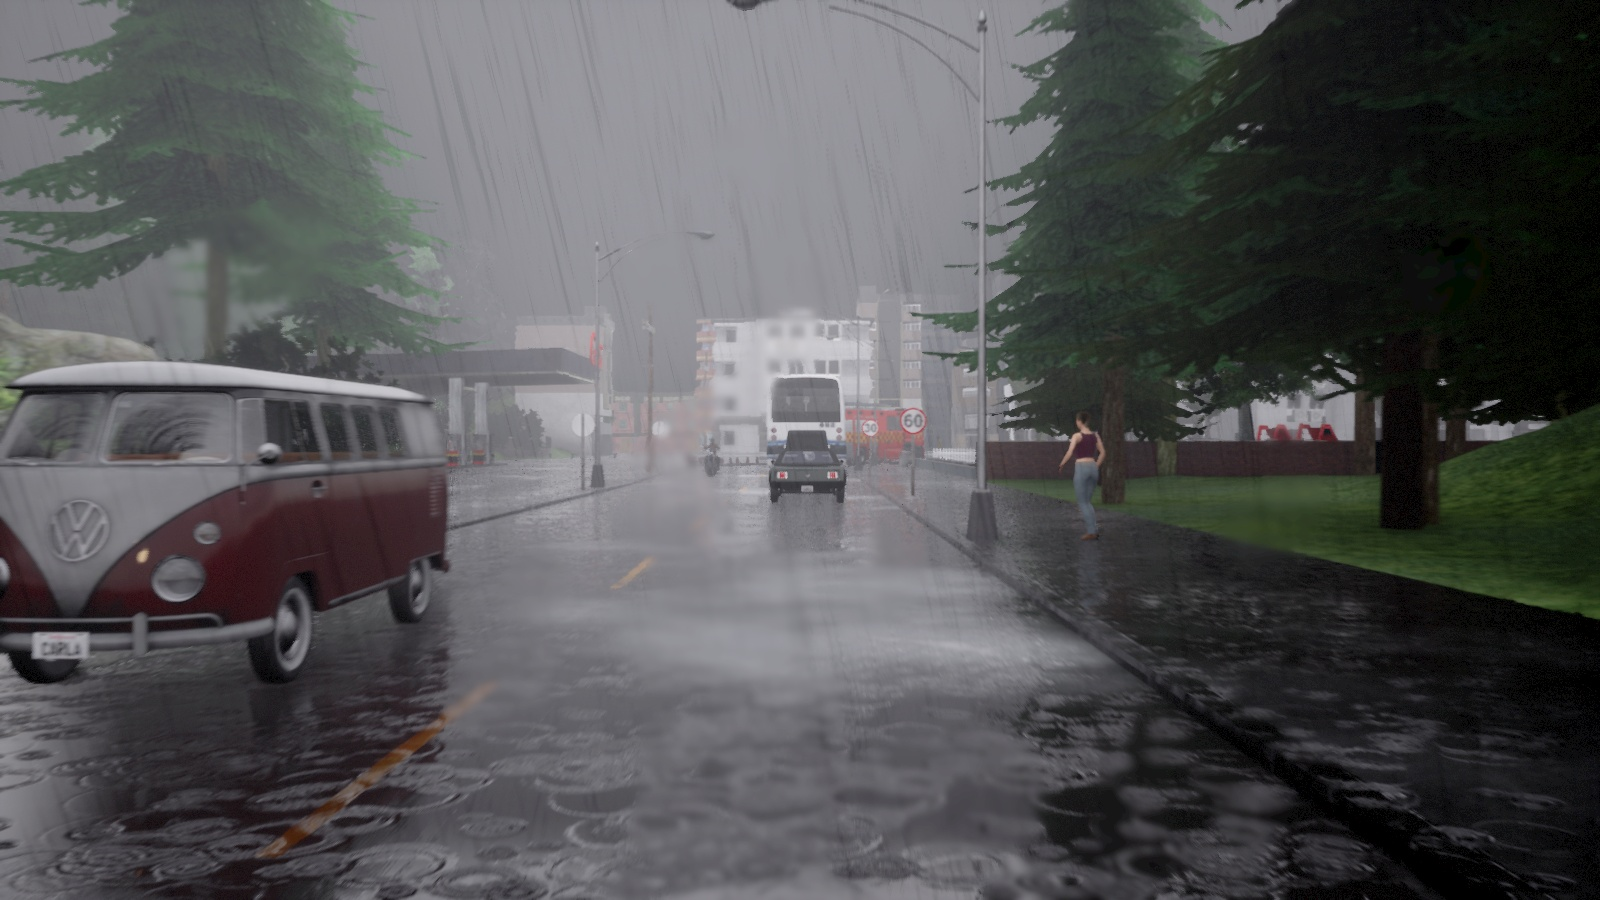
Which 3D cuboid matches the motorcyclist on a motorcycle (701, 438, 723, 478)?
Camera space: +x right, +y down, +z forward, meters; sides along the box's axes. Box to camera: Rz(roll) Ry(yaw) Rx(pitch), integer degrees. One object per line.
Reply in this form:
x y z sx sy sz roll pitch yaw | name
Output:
-3.723 0.329 53.378 0.766 1.649 2.350 0 1 0 | motorcyclist on a motorcycle

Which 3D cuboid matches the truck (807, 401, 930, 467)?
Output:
4.269 -0.936 76.350 2.891 3.827 8.468 0 0 41 | truck

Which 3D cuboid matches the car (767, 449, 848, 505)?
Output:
0.185 0.629 31.822 1.895 1.301 4.718 0 0 0 | car

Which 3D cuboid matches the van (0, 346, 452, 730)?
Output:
-3.935 0.435 8.728 1.775 1.987 4.442 0 1 0 | van

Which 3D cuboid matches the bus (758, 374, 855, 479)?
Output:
0.289 -1.013 56.036 3.944 4.253 10.273 0 1 0 | bus

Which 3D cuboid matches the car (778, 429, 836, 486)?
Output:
0.235 0.244 43.566 1.905 1.878 3.866 0 0 0 | car

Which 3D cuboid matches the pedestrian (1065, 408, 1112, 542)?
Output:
4.010 0.340 17.466 0.345 1.836 0.594 0 0 -24 | pedestrian
